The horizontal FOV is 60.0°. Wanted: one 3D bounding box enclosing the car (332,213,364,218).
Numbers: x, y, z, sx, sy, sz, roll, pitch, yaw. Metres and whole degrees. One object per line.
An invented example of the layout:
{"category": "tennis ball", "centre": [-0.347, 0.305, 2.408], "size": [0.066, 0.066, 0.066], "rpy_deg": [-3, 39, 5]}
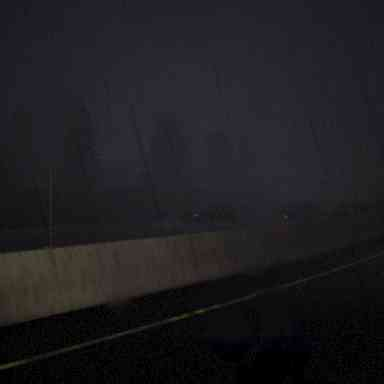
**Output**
{"category": "car", "centre": [11.643, 1.404, 24.772], "size": [1.882, 1.535, 5.008], "rpy_deg": [0, 0, 40]}
